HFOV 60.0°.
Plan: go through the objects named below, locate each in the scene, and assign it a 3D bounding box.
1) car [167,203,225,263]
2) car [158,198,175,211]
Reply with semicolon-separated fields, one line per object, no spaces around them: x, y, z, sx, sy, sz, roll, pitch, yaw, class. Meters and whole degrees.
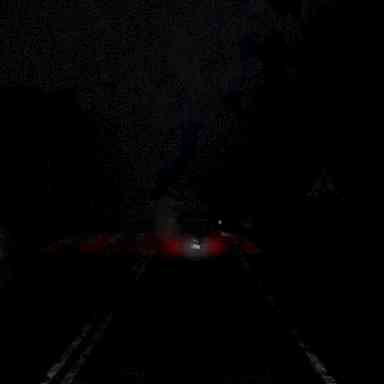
0.138;1.467;12.107;2.033;1.411;5.357;0;4;1;car
-3.075;1.563;42.355;1.812;1.442;4.674;0;0;1;car
